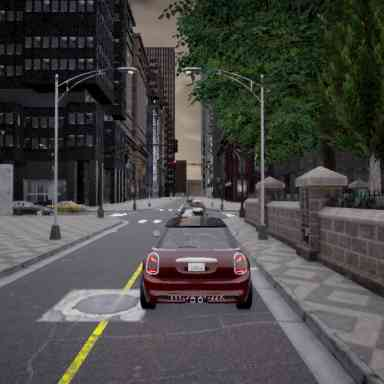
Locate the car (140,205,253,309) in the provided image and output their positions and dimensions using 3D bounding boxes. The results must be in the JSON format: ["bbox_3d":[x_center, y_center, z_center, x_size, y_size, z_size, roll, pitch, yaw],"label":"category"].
[{"bbox_3d":[0.075,1.357,8.046,2.097,1.767,4.553,0,0,0],"label":"car"}]

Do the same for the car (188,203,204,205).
[{"bbox_3d":[0.044,1.542,18.172,1.812,1.442,4.674,0,0,0],"label":"car"}]

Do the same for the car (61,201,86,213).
[{"bbox_3d":[-14.883,1.676,38.612,4.829,1.417,1.752,0,-1,0],"label":"car"}]

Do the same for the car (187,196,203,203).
[{"bbox_3d":[0.555,1.596,44.216,1.812,1.442,4.674,0,0,-6],"label":"car"}]

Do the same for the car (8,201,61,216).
[{"bbox_3d":[-14.726,1.518,30.088,4.403,1.369,2.008,0,-1,0],"label":"car"}]

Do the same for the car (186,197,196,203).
[{"bbox_3d":[-0.215,1.723,74.274,1.994,1.385,4.181,0,0,0],"label":"car"}]

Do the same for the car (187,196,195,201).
[{"bbox_3d":[-0.271,1.781,91.664,2.128,1.511,4.902,0,0,0],"label":"car"}]

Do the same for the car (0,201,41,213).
[{"bbox_3d":[-20.226,1.709,38.625,4.403,1.369,2.008,0,-1,0],"label":"car"}]
